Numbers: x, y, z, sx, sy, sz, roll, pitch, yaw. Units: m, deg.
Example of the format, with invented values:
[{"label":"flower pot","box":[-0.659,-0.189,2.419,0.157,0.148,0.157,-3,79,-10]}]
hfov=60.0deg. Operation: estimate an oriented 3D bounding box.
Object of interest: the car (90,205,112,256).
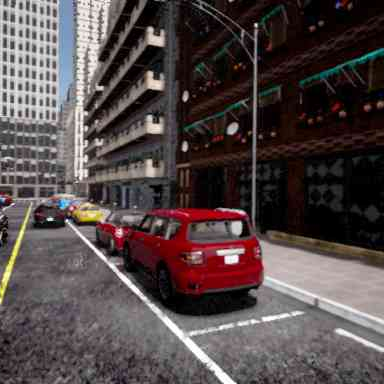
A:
[{"label":"car","box":[-2.631,1.421,13.292,1.967,1.590,4.097,0,0,-25]}]

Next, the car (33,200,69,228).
[{"label":"car","box":[-9.393,1.457,21.903,1.812,1.442,4.674,0,0,-25]}]

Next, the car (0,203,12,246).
[{"label":"car","box":[-9.125,1.425,14.436,2.128,1.511,4.902,0,0,-25]}]

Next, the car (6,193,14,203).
[{"label":"car","box":[-28.556,1.101,50.156,2.192,1.841,5.009,0,0,-25]}]

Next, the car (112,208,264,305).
[{"label":"car","box":[-0.282,1.313,8.265,2.192,1.841,5.009,0,0,-25]}]

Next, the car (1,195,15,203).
[{"label":"car","box":[-33.254,1.294,60.211,1.887,1.381,4.507,0,0,-25]}]

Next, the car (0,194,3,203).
[{"label":"car","box":[-21.508,1.282,35.075,1.967,1.590,4.097,0,0,-25]}]

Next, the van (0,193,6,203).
[{"label":"van","box":[-23.857,1.164,40.101,1.690,1.788,3.998,0,0,-25]}]

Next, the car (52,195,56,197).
[{"label":"car","box":[-23.774,1.365,58.538,1.887,1.381,4.507,0,0,-25]}]

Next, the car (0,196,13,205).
[{"label":"car","box":[-30.905,1.334,55.184,1.947,1.339,4.313,0,0,-25]}]

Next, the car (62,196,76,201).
[{"label":"car","box":[-9.679,1.369,28.374,1.967,1.590,4.097,0,0,-25]}]

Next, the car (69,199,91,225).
[{"label":"car","box":[-7.401,1.471,23.501,1.752,1.417,4.829,0,0,-25]}]

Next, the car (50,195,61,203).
[{"label":"car","box":[-26.195,1.326,63.719,1.752,1.417,4.829,0,0,-25]}]

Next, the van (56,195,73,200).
[{"label":"van","box":[-14.378,1.235,38.428,1.690,1.788,3.998,0,0,-25]}]

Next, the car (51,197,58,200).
[{"label":"car","box":[-15.777,1.484,35.577,1.895,1.301,4.718,0,0,-25]}]
